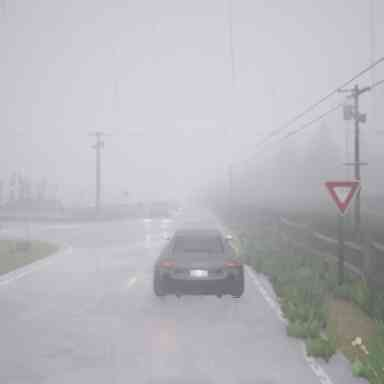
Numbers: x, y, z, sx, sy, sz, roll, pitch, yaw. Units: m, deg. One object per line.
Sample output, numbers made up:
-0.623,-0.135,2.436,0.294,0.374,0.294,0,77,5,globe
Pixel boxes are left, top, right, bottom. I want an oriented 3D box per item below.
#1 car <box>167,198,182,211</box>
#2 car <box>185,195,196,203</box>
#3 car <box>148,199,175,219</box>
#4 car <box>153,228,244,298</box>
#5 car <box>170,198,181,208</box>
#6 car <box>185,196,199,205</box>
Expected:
-2.832,1.632,44.564,2.097,1.767,4.553,0,0,1,car
-0.399,1.673,77.337,2.097,1.767,4.553,0,0,-5,car
-3.058,1.707,32.091,1.837,1.490,4.892,0,0,2,car
0.155,1.620,8.713,1.994,1.385,4.181,0,0,0,car
-2.814,1.859,57.410,1.837,1.490,4.892,0,1,-1,car
0.215,1.775,67.275,2.097,1.767,4.553,0,0,-3,car
